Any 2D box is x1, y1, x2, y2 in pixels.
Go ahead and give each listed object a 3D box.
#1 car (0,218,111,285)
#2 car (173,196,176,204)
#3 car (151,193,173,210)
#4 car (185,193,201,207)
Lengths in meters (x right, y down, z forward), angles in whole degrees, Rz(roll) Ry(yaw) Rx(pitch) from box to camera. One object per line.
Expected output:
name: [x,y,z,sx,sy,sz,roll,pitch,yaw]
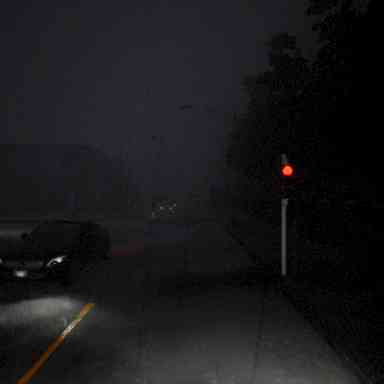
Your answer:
car: [-3.682,1.526,9.635,1.812,1.442,4.674,0,0,2]
car: [-4.062,1.505,53.834,1.837,1.490,4.892,0,0,0]
car: [-4.076,1.221,43.916,2.150,2.045,5.566,0,0,0]
car: [0.131,1.221,51.129,2.150,2.045,5.566,0,0,0]
